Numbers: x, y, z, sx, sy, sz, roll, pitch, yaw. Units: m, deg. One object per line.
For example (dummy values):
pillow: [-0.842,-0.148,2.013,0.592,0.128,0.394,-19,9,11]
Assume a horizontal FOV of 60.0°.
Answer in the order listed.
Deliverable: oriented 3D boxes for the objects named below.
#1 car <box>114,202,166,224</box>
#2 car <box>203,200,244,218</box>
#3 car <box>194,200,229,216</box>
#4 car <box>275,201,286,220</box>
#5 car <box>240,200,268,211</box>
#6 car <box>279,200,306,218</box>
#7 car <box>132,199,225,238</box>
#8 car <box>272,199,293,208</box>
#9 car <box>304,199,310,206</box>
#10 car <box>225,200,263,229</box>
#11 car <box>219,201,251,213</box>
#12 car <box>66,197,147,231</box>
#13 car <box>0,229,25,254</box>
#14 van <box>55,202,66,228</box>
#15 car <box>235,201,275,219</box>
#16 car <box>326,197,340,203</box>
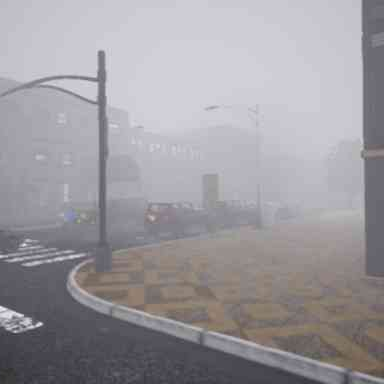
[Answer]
car: [-4.204,1.645,27.653,1.967,1.590,4.097,-1,-1,35]
car: [3.276,1.690,33.706,1.882,1.535,5.008,-1,0,36]
car: [2.190,1.685,36.665,1.967,1.590,4.097,-1,-1,35]
car: [5.829,1.683,27.311,1.887,1.381,4.507,-1,-1,35]
car: [8.583,1.839,45.673,2.008,1.369,4.403,-1,-1,35]
car: [9.027,1.724,31.816,1.947,1.339,4.313,-1,-1,35]
car: [-0.566,1.415,18.303,2.192,1.841,5.009,-1,-1,35]
car: [14.877,1.860,54.545,1.752,1.417,4.829,-1,-1,35]
car: [21.370,1.935,63.694,2.008,1.369,4.403,-1,-1,35]
car: [2.631,1.433,22.808,2.192,1.841,5.009,-1,-1,35]
car: [5.386,1.817,41.168,2.008,1.369,4.403,-1,-1,35]
car: [-5.072,1.383,21.954,2.150,2.045,5.566,-1,-1,35]
car: [-7.864,1.633,11.097,2.033,1.411,5.357,-1,0,4]
van: [-7.401,1.527,23.149,1.690,1.788,3.998,-1,-1,35]
car: [6.156,1.658,32.248,1.882,1.535,5.008,-1,-1,35]
car: [34.156,2.037,81.715,2.008,1.369,4.403,-1,-1,35]
